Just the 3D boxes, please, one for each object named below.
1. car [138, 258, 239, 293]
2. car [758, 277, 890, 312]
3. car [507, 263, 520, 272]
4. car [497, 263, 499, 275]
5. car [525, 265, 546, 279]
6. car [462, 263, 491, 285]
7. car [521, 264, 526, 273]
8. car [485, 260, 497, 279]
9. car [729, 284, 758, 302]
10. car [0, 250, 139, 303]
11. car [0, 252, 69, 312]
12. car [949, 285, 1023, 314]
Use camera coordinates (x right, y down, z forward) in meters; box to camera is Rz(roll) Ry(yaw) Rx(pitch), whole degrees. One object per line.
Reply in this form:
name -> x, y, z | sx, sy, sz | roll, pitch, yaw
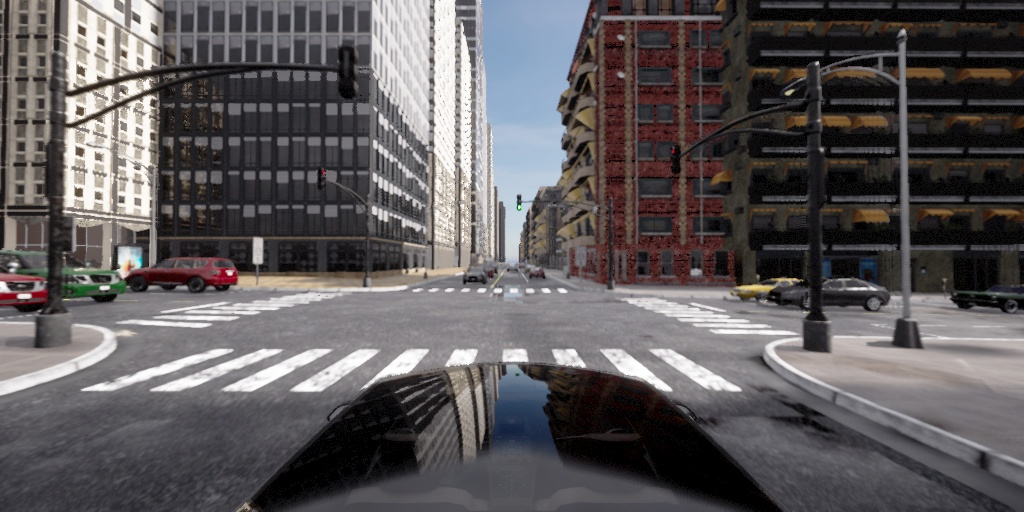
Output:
car -> -17.708, 1.001, 19.406 | 5.009, 1.841, 2.192 | 0, 0, 0
car -> 14.915, 1.758, 17.069 | 4.892, 1.490, 1.837 | 1, -1, 2
car -> 0.102, 2.117, 62.784 | 1.994, 1.385, 4.181 | 0, -1, 0
car -> -3.084, 1.633, 52.375 | 2.150, 2.045, 5.566 | 0, 0, 0
car -> 2.745, 1.822, 39.378 | 1.802, 1.307, 4.207 | 0, 0, 0
car -> -3.093, 1.630, 30.738 | 1.837, 1.490, 4.892 | 0, -1, 0
car -> 2.696, 1.963, 52.294 | 2.007, 1.370, 4.403 | 0, 0, 0
car -> -3.092, 1.607, 40.497 | 2.097, 1.767, 4.553 | 0, -1, 0
car -> 14.632, 1.817, 19.677 | 4.829, 1.417, 1.751 | 0, 0, 0
car -> -18.249, 0.809, 13.629 | 5.566, 2.045, 2.150 | 1, -1, -1
car -> -17.575, 0.875, 11.028 | 5.009, 1.841, 2.192 | 0, 0, 0
car -> 24.206, 2.026, 17.175 | 4.718, 1.301, 1.895 | 1, -1, -1
